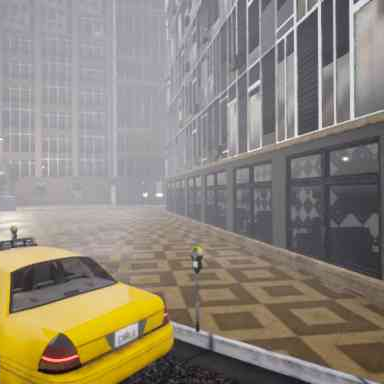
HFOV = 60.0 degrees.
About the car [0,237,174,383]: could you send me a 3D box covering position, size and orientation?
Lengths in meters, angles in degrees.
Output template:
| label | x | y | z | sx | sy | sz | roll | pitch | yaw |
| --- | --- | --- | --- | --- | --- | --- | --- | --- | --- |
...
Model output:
| label | x | y | z | sx | sy | sz | roll | pitch | yaw |
| --- | --- | --- | --- | --- | --- | --- | --- | --- | --- |
| car | -2.752 | 1.456 | 4.955 | 5.366 | 1.575 | 1.801 | 0 | 0 | 36 |
